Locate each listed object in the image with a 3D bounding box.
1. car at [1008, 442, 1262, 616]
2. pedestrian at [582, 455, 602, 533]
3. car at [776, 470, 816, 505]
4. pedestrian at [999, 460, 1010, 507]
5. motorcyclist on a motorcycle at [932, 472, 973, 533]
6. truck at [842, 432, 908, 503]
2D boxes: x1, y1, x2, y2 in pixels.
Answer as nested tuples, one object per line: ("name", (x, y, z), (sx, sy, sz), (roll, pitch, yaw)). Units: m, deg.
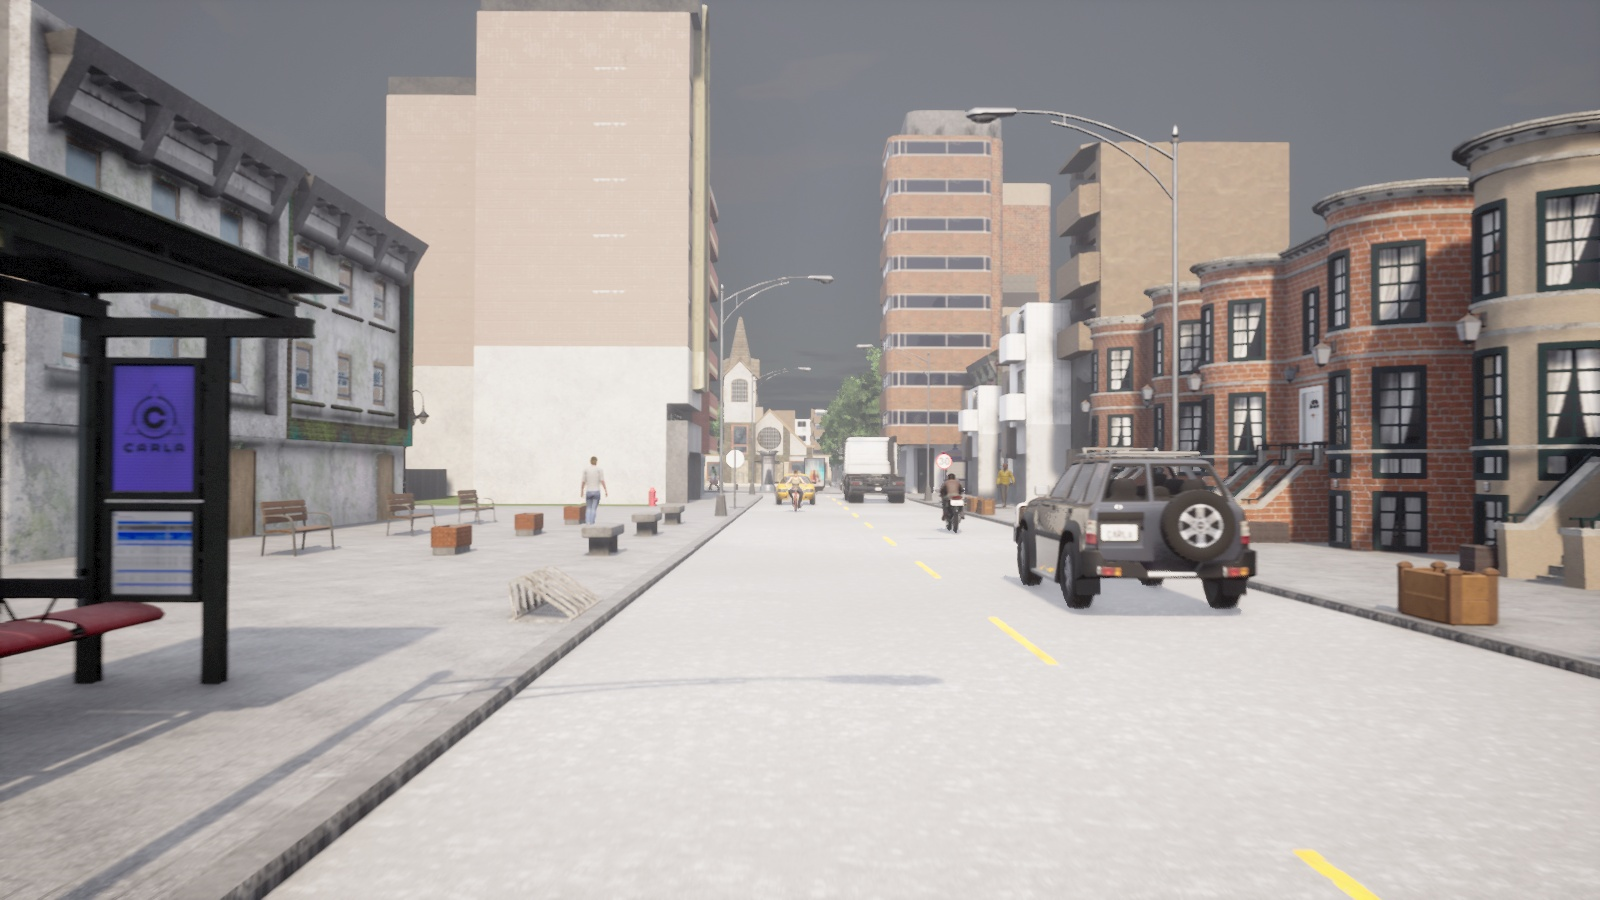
("car", (3.963, 0.879, 15.736), (1.932, 1.855, 4.605), (0, -1, 0))
("pedestrian", (-4.973, 1.048, 30.099), (0.354, 1.836, 0.706), (0, -1, 0))
("car", (-0.186, 1.745, 59.186), (1.801, 1.575, 5.366), (0, -1, 0))
("pedestrian", (8.042, 1.317, 49.417), (0.370, 1.835, 0.726), (0, -1, 5))
("motorcyclist on a motorcycle", (3.921, 1.325, 32.473), (0.797, 1.523, 2.044), (0, -1, 0))
("truck", (3.786, 0.908, 65.120), (2.891, 3.462, 7.936), (0, -1, 0))
